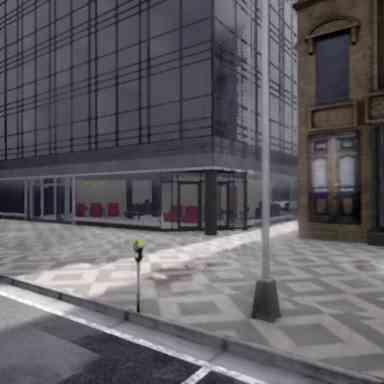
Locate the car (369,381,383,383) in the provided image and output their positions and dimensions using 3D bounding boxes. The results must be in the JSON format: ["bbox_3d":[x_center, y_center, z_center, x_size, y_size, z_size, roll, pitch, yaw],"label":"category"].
[{"bbox_3d":[2.580,1.571,1.117,4.206,1.307,1.802,0,0,36],"label":"car"}]
